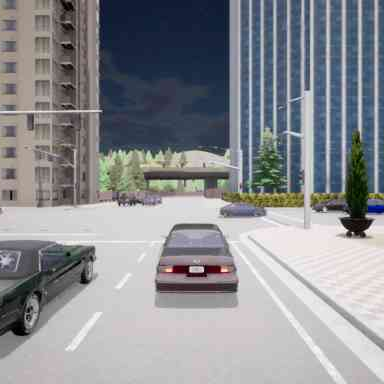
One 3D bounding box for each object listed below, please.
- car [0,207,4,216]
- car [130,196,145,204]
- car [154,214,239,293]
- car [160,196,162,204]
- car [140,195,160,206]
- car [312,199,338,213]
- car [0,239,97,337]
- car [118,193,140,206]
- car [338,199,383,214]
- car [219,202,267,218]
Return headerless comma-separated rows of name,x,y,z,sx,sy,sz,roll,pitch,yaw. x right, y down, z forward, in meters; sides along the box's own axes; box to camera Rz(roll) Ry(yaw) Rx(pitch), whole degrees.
car,-19.086,1.526,29.182,4.674,1.442,1.812,0,0,-3
car,-10.387,1.547,64.121,2.033,1.411,5.357,0,0,1
car,0.097,1.547,8.962,2.033,1.411,5.357,0,0,0
car,-6.892,1.352,63.736,2.097,1.767,4.553,0,0,1
car,-6.953,1.352,54.847,2.097,1.767,4.553,0,0,0
car,15.682,1.505,36.517,4.892,1.490,1.837,0,0,0
car,-3.422,1.601,6.626,1.895,1.301,4.718,0,0,1
car,-10.460,1.221,53.882,2.150,2.045,5.566,0,0,0
car,17.632,1.477,33.032,5.008,1.535,1.882,0,0,0
car,4.444,1.564,29.230,4.181,1.385,1.994,0,0,0
